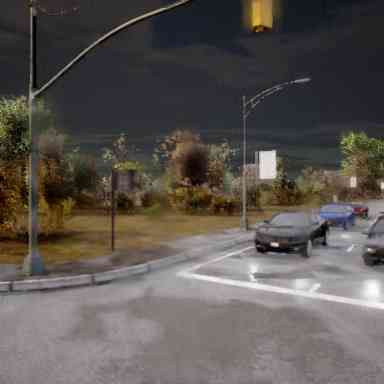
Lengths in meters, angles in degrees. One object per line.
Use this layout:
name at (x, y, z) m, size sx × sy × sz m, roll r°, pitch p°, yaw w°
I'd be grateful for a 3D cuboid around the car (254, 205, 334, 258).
car at (4.080, 1.482, 13.192) m, size 1.882 × 1.535 × 5.008 m, roll 0°, pitch 0°, yaw 32°

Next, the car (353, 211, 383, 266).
car at (6.925, 1.549, 11.141) m, size 2.033 × 1.411 × 5.357 m, roll 0°, pitch 0°, yaw 32°

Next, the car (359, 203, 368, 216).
car at (14.528, 1.607, 29.727) m, size 1.895 × 1.301 × 4.718 m, roll 0°, pitch 0°, yaw 32°

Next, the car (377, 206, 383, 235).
car at (11.841, 1.566, 18.921) m, size 1.994 × 1.385 × 4.181 m, roll 0°, pitch 0°, yaw 33°

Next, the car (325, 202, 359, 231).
car at (9.127, 1.483, 21.187) m, size 1.882 × 1.535 × 5.008 m, roll 0°, pitch 0°, yaw 32°
